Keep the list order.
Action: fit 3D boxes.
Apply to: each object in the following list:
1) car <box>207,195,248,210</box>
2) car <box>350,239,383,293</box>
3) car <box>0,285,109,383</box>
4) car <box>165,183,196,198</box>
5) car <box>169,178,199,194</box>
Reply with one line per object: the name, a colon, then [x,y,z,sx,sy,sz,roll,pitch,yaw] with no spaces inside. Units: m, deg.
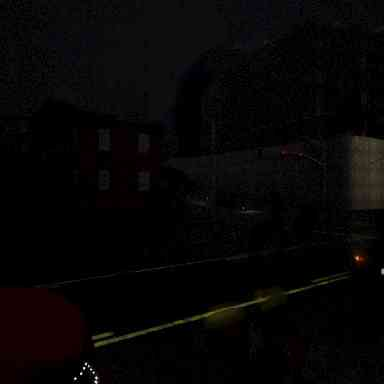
car: [3.953,1.105,37.571,2.033,1.411,5.357,0,5,-36]
car: [5.558,1.564,7.721,4.181,1.385,1.994,0,0,-35]
car: [-3.185,1.222,1.494,5.566,2.045,2.150,0,0,-35]
car: [-1.797,-0.076,45.618,1.895,1.301,4.718,0,9,-36]
car: [-1.312,-0.975,51.289,2.128,1.511,4.902,0,11,-36]
